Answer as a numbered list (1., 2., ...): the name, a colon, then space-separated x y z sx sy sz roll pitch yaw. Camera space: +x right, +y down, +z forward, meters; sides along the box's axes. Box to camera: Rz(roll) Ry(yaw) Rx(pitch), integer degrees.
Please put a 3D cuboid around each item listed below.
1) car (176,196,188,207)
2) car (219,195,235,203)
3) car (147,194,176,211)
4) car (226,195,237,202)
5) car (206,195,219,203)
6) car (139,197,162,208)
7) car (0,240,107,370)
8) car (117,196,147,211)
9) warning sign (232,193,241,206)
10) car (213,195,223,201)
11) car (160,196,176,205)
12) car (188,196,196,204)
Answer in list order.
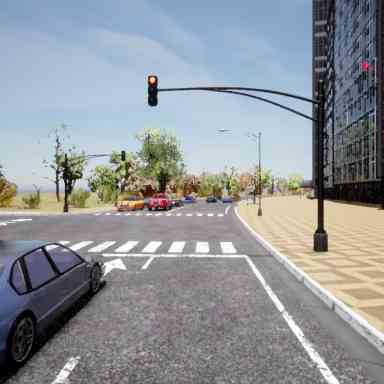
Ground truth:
1. car: -2.524 1.494 51.613 2.128 1.511 4.902 0 0 8
2. car: 7.496 1.561 70.037 2.033 1.411 5.357 0 0 12
3. car: -3.896 1.221 41.441 2.150 2.045 5.566 0 0 7
4. car: 9.650 1.545 80.338 2.128 1.511 4.902 0 0 14
5. car: 4.217 1.559 70.759 1.994 1.385 4.181 0 0 12
6. car: -6.135 1.548 49.410 2.033 1.411 5.357 0 0 8
7. car: -3.035 1.547 5.651 2.033 1.411 5.357 0 0 1
8. car: -7.371 1.350 40.021 2.097 1.767 4.553 0 0 8
9. warning sign: 6.478 1.122 48.189 1.300 1.860 1.060 0 0 8
10. car: 6.340 1.392 80.466 1.812 1.442 4.674 0 0 14
11. car: -4.321 1.508 60.754 1.837 1.490 4.892 0 0 10
12. car: -0.441 1.532 63.939 1.812 1.442 4.674 0 0 11
